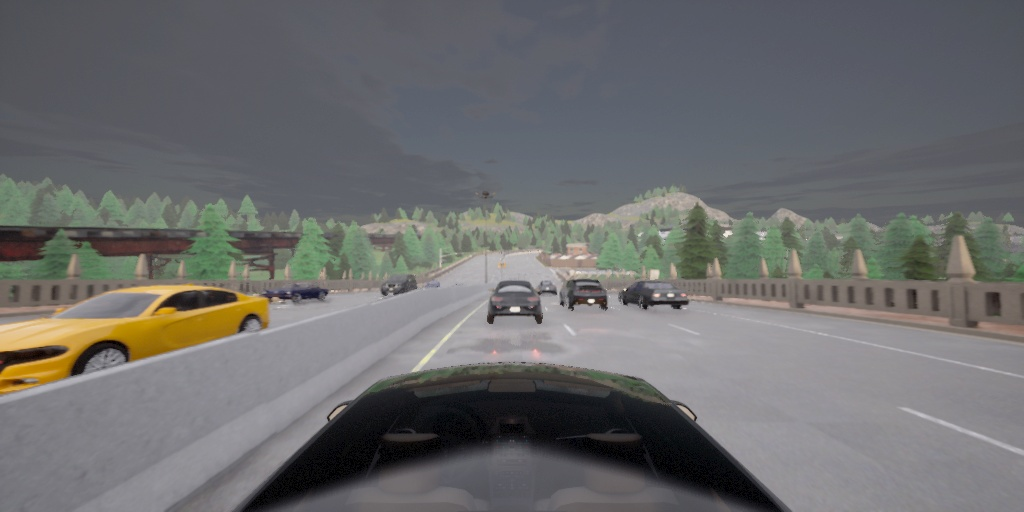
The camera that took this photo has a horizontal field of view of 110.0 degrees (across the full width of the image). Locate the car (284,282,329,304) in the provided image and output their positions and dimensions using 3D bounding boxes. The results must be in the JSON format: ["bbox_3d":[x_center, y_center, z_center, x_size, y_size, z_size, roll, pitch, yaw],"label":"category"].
[{"bbox_3d":[-14.102,2.397,23.605,1.895,1.301,4.718,0,-4,0],"label":"car"}]

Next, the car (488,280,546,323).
[{"bbox_3d":[0.099,1.648,13.676,1.812,1.442,4.674,0,-3,0],"label":"car"}]

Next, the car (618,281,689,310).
[{"bbox_3d":[7.097,1.985,18.550,2.033,1.411,5.357,0,-4,0],"label":"car"}]

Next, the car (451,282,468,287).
[{"bbox_3d":[-7.085,4.183,49.052,1.895,1.301,4.718,0,-4,0],"label":"car"}]

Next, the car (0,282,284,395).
[{"bbox_3d":[-7.100,1.327,7.072,1.882,1.535,5.008,0,-2,0],"label":"car"}]

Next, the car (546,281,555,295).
[{"bbox_3d":[3.593,3.388,38.244,1.994,1.385,4.181,0,-4,0],"label":"car"}]

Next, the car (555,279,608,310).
[{"bbox_3d":[3.598,1.948,18.684,1.837,1.490,4.892,0,-4,0],"label":"car"}]

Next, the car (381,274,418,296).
[{"bbox_3d":[-10.597,2.762,34.238,2.150,2.045,5.566,0,-4,0],"label":"car"}]
